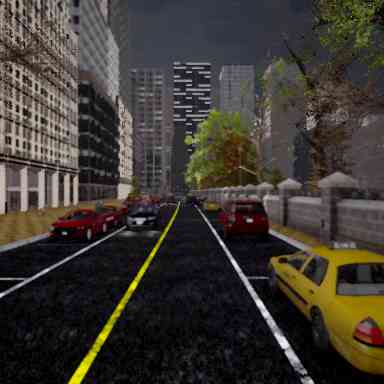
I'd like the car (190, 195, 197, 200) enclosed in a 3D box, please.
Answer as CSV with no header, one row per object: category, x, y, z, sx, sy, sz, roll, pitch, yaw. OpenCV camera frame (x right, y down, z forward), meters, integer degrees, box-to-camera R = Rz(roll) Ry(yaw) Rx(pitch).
car,0.525,1.534,94.438,1.802,1.307,4.206,0,0,-2

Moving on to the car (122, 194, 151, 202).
car,-5.781,1.312,33.323,2.192,1.841,5.009,0,0,-1

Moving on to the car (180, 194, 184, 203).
car,-0.865,1.484,63.190,1.837,1.490,4.892,0,0,-17

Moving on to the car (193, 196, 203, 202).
car,1.202,1.538,72.249,1.947,1.339,4.313,0,0,-2

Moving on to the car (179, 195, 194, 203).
car,-1.129,1.480,69.778,1.837,1.490,4.892,0,0,15

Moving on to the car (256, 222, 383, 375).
car,2.550,1.526,5.854,1.752,1.417,4.829,0,0,0

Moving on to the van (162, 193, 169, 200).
van,-7.499,1.294,94.284,1.690,1.788,3.998,0,0,-2

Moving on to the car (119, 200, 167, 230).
car,-2.995,1.491,21.383,2.128,1.511,4.902,0,0,-1

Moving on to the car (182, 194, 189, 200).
car,-1.812,1.382,86.991,1.812,1.442,4.674,0,0,-2

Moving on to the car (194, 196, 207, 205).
car,1.540,1.531,61.155,2.008,1.369,4.403,0,0,-2

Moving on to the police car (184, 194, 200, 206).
police car,0.027,1.412,53.587,1.930,1.638,5.238,0,0,-2

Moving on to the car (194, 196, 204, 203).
car,1.371,1.558,66.702,1.802,1.307,4.206,0,0,-2

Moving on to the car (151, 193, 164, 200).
car,-6.318,1.301,55.513,2.192,1.841,5.009,0,0,-2

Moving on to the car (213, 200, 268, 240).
car,2.476,1.315,16.782,2.192,1.841,5.009,0,0,-1

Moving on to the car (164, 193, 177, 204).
car,-3.866,1.481,63.314,1.837,1.490,4.892,0,0,-1

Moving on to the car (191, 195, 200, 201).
car,0.864,1.529,83.344,1.947,1.339,4.313,0,0,-2

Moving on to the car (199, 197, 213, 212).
car,2.130,1.519,39.140,1.752,1.417,4.829,0,0,-1

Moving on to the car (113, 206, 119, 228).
car,-5.611,1.582,22.230,1.802,1.307,4.206,0,0,-1

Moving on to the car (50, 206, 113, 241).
car,-5.548,1.545,16.680,1.887,1.381,4.507,0,0,0
